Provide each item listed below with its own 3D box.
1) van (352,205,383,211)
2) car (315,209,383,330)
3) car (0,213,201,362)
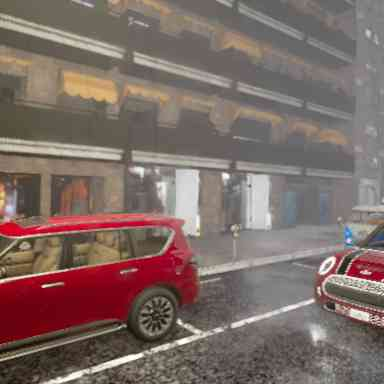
[{"bbox_3d":[6.865,1.347,11.395,3.998,1.788,1.690,0,1,-35],"label":"van"},{"bbox_3d":[4.477,1.355,6.573,4.553,1.767,2.097,0,0,-36],"label":"car"},{"bbox_3d":[-2.165,1.316,4.951,5.009,1.841,2.192,0,1,-35],"label":"car"}]
